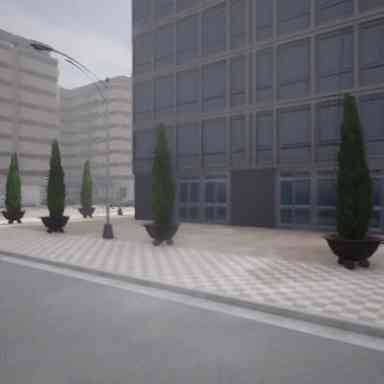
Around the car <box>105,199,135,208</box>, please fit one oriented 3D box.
[{"bbox_3d":[-10.607,1.725,50.702,2.033,1.411,5.357,0,0,35],"label":"car"}]
